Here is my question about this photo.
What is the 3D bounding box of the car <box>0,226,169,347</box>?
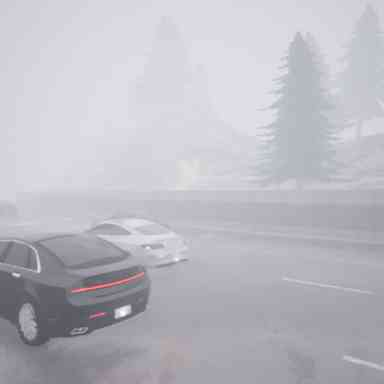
[{"bbox_3d":[-2.915,1.513,6.403,4.892,1.490,1.837,0,0,38],"label":"car"}]

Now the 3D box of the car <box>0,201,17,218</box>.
[{"bbox_3d":[-17.293,1.513,30.068,1.882,1.535,5.008,0,0,-41],"label":"car"}]

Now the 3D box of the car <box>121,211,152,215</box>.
[{"bbox_3d":[-2.883,1.587,15.484,4.181,1.385,1.994,0,0,41],"label":"car"}]

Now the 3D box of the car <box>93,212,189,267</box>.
[{"bbox_3d":[-2.200,1.541,10.310,4.674,1.442,1.812,0,0,39],"label":"car"}]
